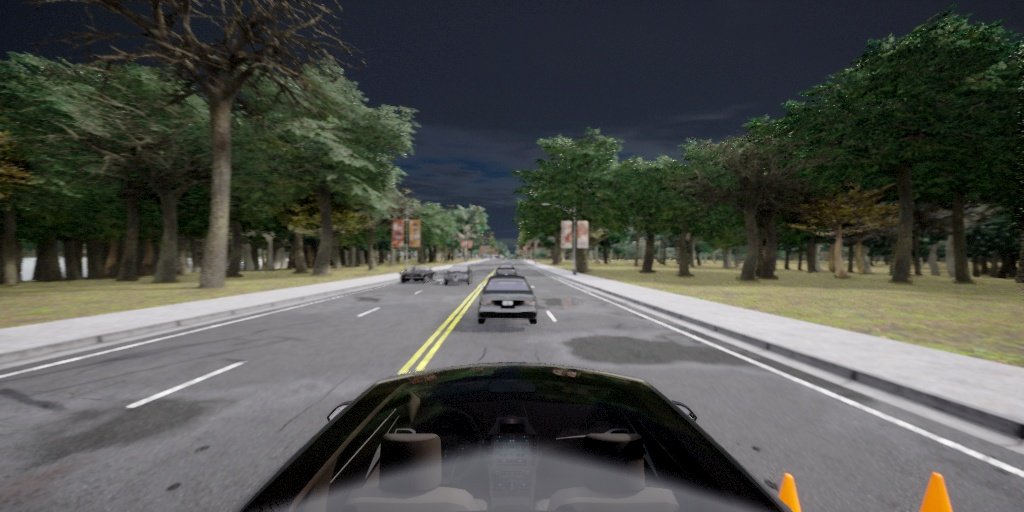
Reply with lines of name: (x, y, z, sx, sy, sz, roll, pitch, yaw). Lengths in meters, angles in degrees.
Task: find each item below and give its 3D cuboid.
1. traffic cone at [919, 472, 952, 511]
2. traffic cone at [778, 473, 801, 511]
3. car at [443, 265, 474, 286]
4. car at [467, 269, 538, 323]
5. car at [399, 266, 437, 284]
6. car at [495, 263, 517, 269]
traffic cone: (2.803, 1.733, 2.366, 0.340, 0.580, 0.340, 0, 0, -1)
traffic cone: (1.804, 1.724, 2.342, 0.340, 0.580, 0.340, 0, 0, -1)
car: (-3.896, 1.382, 26.900, 1.812, 1.442, 4.674, 0, 0, -1)
car: (-0.168, 1.357, 12.361, 2.033, 1.411, 5.357, 0, 0, -1)
car: (-7.165, 1.434, 27.714, 1.895, 1.301, 4.718, 0, 0, -1)
car: (-0.549, 1.404, 32.752, 2.128, 1.511, 4.902, 0, 0, -1)
